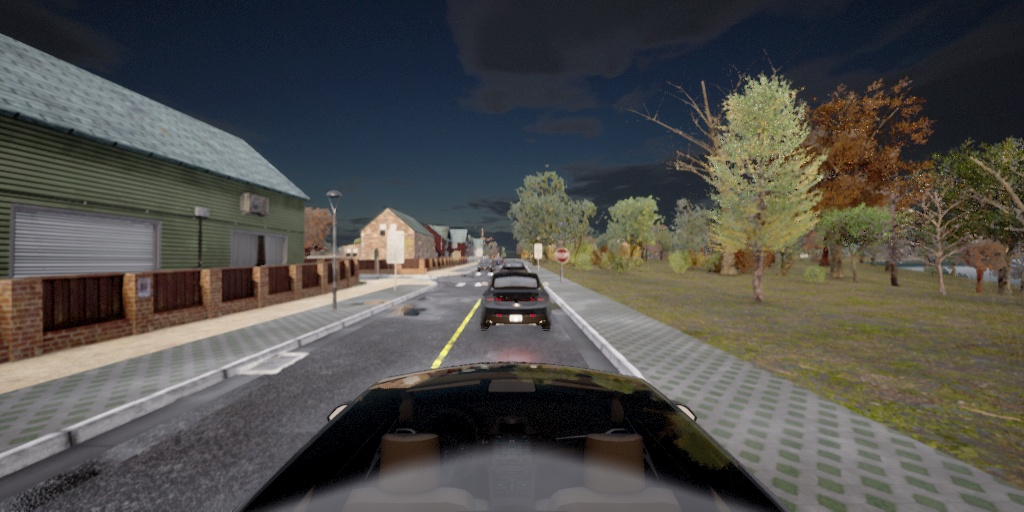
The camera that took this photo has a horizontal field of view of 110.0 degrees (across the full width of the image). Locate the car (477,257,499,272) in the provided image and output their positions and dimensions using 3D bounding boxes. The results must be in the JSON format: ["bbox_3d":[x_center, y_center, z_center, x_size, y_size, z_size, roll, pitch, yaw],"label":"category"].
[{"bbox_3d":[-2.858,1.037,41.000,1.837,1.490,4.892,0,1,2],"label":"car"}]

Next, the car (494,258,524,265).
[{"bbox_3d":[0.110,1.102,25.114,2.128,1.511,4.902,0,0,0],"label":"car"}]

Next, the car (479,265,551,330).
[{"bbox_3d":[0.097,1.196,10.842,1.837,1.490,4.892,0,0,0],"label":"car"}]
